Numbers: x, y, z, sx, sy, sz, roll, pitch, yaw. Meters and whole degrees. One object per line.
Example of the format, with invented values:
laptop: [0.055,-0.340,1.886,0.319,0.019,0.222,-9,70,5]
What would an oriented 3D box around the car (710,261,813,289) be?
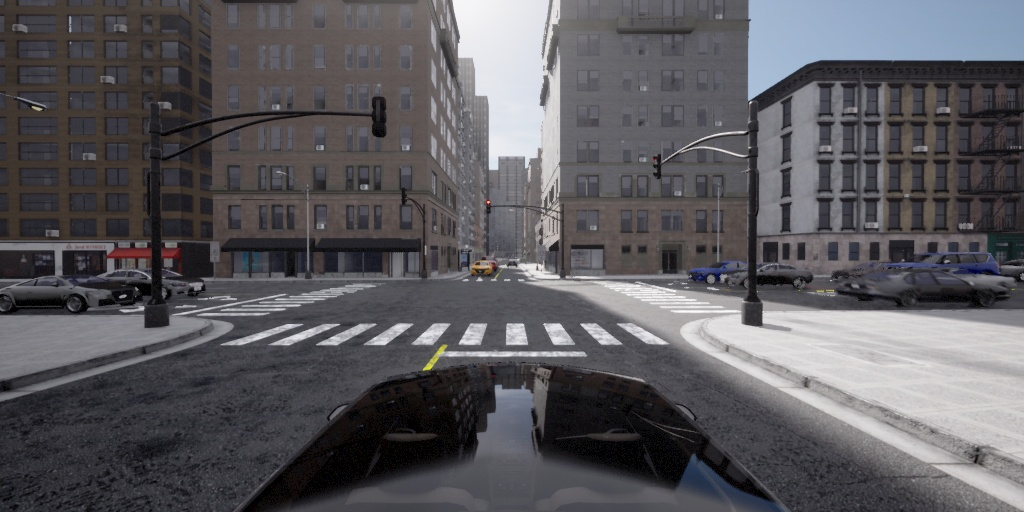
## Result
car: [14.889,1.127,21.164,4.902,1.511,2.128,0,1,0]

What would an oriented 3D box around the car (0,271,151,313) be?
car: [-17.526,1.444,14.300,4.181,1.385,1.994,0,1,0]

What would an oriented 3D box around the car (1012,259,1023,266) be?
car: [35.224,0.963,24.505,4.892,1.490,1.837,-1,1,0]

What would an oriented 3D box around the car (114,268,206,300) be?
car: [-17.795,1.338,17.559,4.902,1.511,2.128,0,1,1]

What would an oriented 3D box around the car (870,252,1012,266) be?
car: [25.168,0.788,21.210,5.566,2.045,2.150,0,1,-1]

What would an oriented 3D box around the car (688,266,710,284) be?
car: [14.652,1.080,24.413,5.008,1.535,1.882,0,1,0]

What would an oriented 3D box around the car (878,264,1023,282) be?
car: [21.511,1.229,17.743,4.718,1.301,1.895,0,1,0]

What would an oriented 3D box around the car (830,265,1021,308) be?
car: [16.354,1.245,14.474,5.357,1.411,2.033,0,1,0]

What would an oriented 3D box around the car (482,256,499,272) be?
car: [-3.118,0.993,47.640,2.150,2.045,5.566,0,0,0]

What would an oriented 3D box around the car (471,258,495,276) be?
car: [-3.112,1.241,37.574,1.882,1.535,5.008,0,0,0]

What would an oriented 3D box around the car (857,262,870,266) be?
car: [25.069,1.080,24.467,5.357,1.411,2.033,0,1,0]
